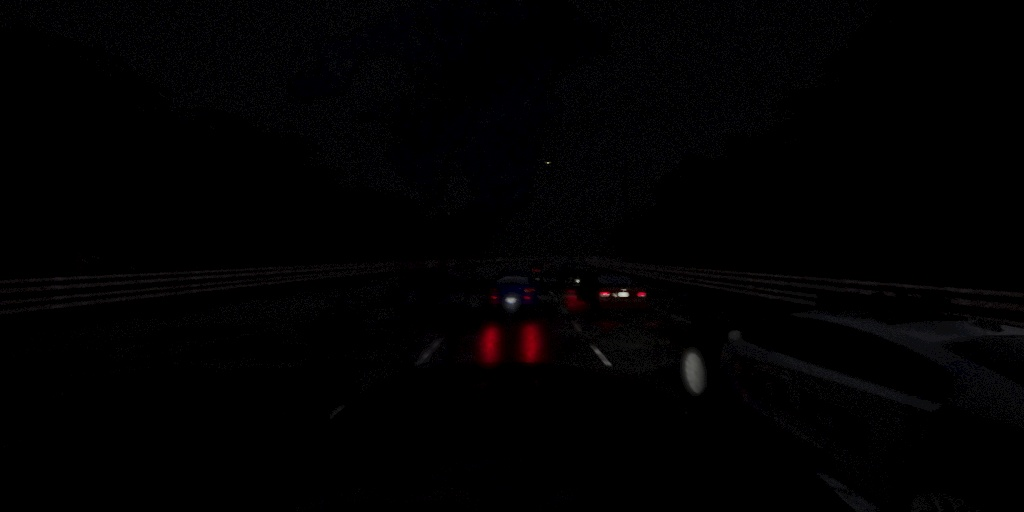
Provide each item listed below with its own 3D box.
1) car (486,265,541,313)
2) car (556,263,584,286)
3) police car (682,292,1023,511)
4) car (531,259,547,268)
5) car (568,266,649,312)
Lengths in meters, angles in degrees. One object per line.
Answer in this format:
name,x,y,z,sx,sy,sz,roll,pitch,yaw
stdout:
car,0.101,1.263,13.883,1.812,1.442,4.674,0,0,3
car,4.176,1.242,24.794,1.837,1.490,4.892,0,0,3
police car,3.494,1.182,3.567,1.930,1.638,5.238,0,0,0
car,4.202,1.233,58.698,1.837,1.490,4.892,0,1,8
car,3.692,1.294,14.130,2.033,1.411,5.357,0,0,2
